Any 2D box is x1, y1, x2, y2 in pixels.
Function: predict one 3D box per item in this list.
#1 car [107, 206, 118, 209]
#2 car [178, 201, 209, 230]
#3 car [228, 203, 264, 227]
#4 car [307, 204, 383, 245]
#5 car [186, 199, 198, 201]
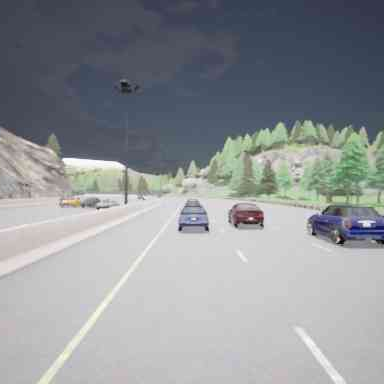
[{"bbox_3d":[-10.603,1.601,42.104,1.895,1.301,4.718,0,0,0],"label":"car"},{"bbox_3d":[0.094,1.547,20.996,2.033,1.411,5.357,0,0,0],"label":"car"},{"bbox_3d":[3.590,1.478,22.719,1.882,1.535,5.008,0,0,0],"label":"car"},{"bbox_3d":[7.094,1.352,15.620,2.097,1.767,4.553,0,0,0],"label":"car"},{"bbox_3d":[0.084,1.564,42.505,1.994,1.385,4.181,0,0,0],"label":"car"}]
